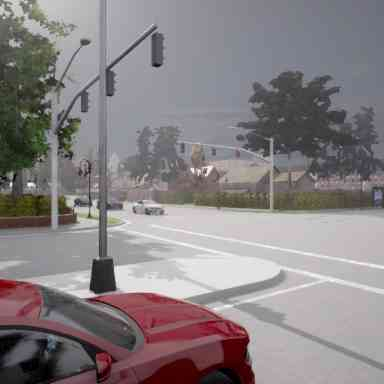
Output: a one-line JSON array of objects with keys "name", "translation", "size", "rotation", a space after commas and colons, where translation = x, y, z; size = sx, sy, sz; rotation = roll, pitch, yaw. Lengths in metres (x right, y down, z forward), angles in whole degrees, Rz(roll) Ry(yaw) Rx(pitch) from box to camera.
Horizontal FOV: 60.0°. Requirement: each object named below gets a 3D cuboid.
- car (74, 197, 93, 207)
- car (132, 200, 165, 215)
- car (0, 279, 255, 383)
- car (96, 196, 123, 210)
[{"name": "car", "translation": [-16.742, 1.503, 51.145], "size": [1.837, 1.490, 4.892], "rotation": [0, 1, -36]}, {"name": "car", "translation": [-4.618, 1.526, 34.389], "size": [1.812, 1.442, 4.674], "rotation": [0, 0, -35]}, {"name": "car", "translation": [-1.680, 1.478, 2.570], "size": [5.008, 1.535, 1.882], "rotation": [0, 0, -35]}, {"name": "car", "translation": [-10.537, 1.352, 42.572], "size": [2.097, 1.767, 4.553], "rotation": [0, 0, -36]}]
